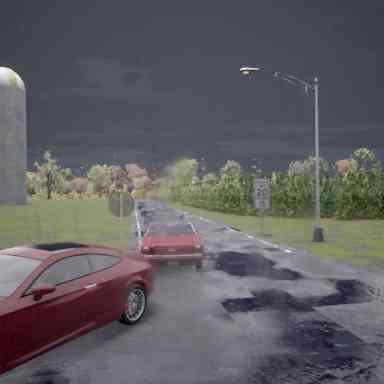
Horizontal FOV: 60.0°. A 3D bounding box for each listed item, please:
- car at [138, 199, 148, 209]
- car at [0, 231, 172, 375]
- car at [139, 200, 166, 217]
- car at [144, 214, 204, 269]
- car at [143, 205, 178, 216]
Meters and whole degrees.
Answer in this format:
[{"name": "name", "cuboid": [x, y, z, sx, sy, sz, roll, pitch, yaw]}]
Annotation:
[{"name": "car", "cuboid": [-4.183, 1.724, 33.576, 1.994, 1.385, 4.181, -1, 0, -10]}, {"name": "car", "cuboid": [-2.376, 1.559, 5.056, 1.812, 1.442, 4.674, 0, -1, 29]}, {"name": "car", "cuboid": [-2.394, 1.605, 23.452, 2.128, 1.511, 4.902, -1, 0, -10]}, {"name": "car", "cuboid": [-0.718, 1.666, 11.371, 1.895, 1.301, 4.718, -1, 0, -5]}, {"name": "car", "cuboid": [-1.427, 1.652, 17.818, 1.994, 1.385, 4.181, -1, 0, -10]}]
